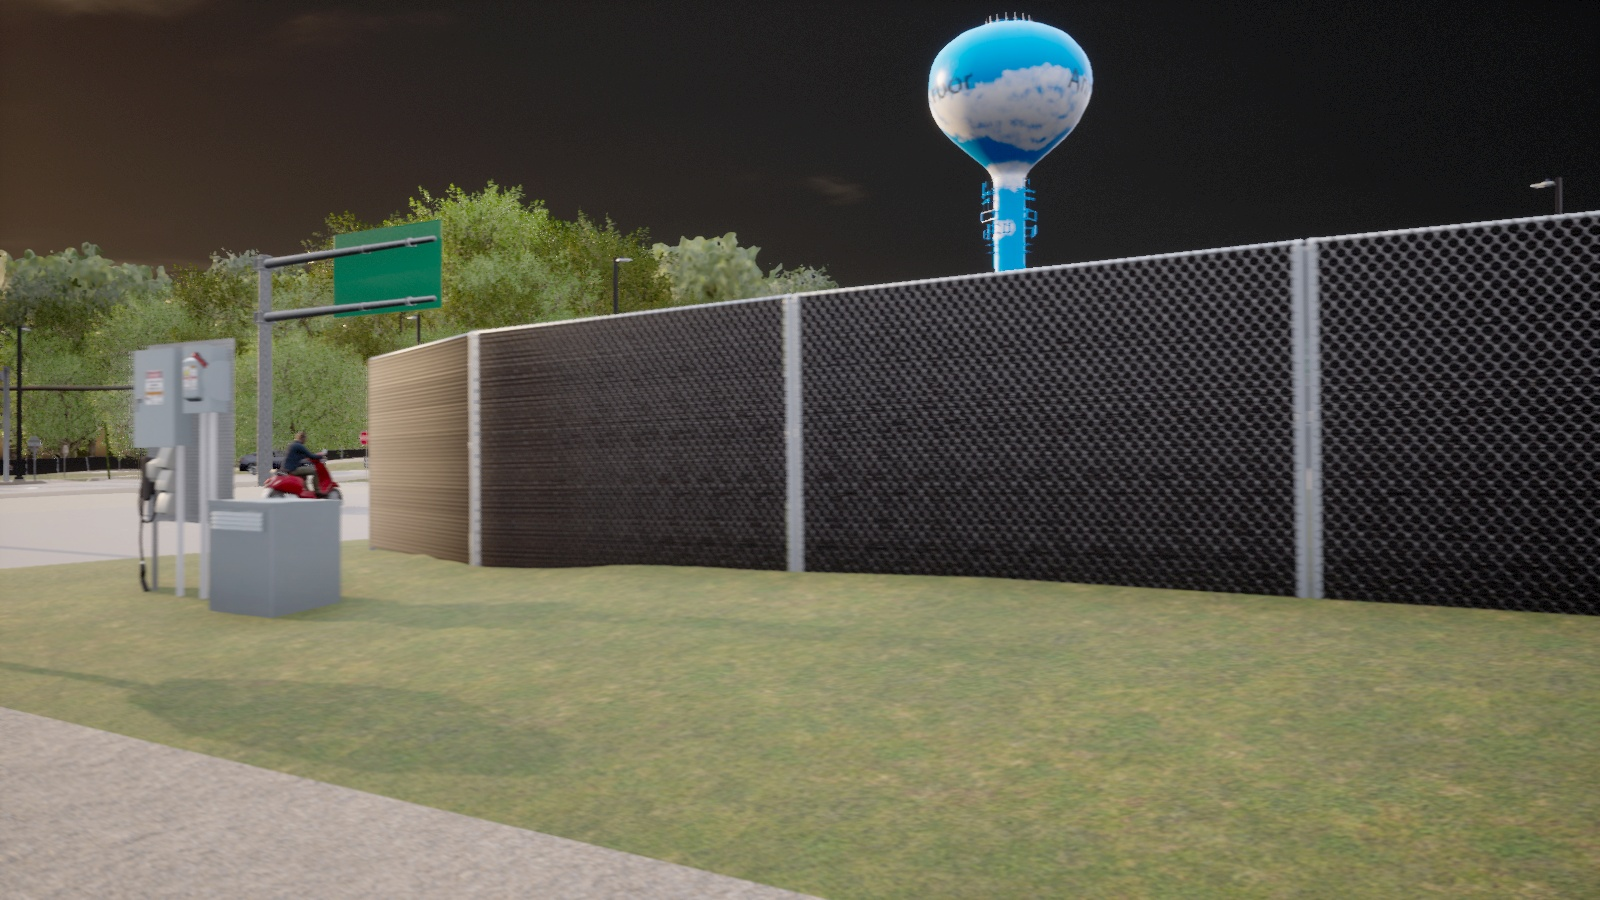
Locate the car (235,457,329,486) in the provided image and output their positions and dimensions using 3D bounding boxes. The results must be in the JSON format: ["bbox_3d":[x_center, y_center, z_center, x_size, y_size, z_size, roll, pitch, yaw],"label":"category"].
[{"bbox_3d":[-30.829,1.262,74.858,4.792,1.488,2.163,-3,1,-10],"label":"car"}]

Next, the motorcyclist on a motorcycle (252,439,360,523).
[{"bbox_3d":[-10.031,0.605,25.536,0.866,1.590,1.817,-1,1,34],"label":"motorcyclist on a motorcycle"}]
